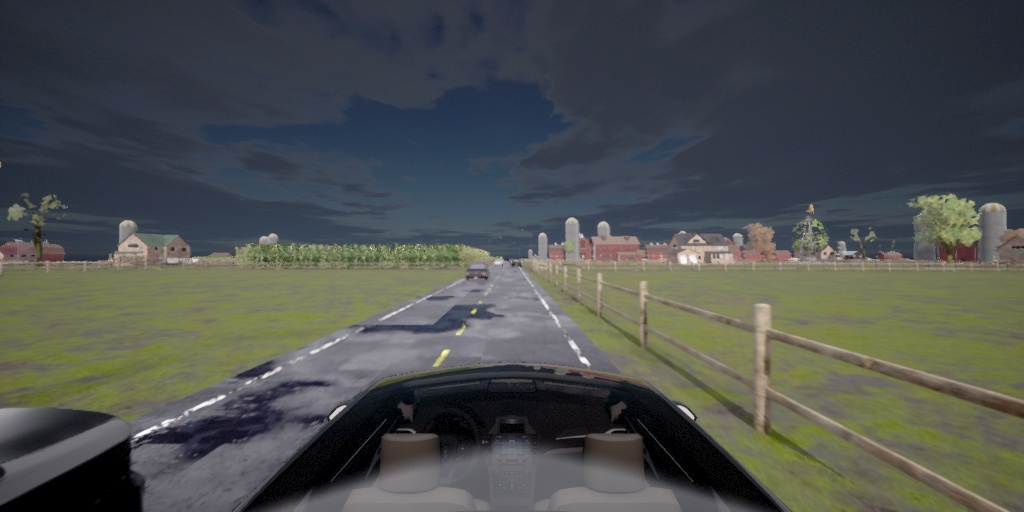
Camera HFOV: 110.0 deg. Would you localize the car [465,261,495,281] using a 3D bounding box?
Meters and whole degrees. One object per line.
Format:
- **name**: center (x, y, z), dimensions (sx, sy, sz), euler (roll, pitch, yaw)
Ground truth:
- **car**: center (-2.842, 1.324, 30.715), dimensions (2.033, 1.411, 5.357), euler (0, 0, 0)
